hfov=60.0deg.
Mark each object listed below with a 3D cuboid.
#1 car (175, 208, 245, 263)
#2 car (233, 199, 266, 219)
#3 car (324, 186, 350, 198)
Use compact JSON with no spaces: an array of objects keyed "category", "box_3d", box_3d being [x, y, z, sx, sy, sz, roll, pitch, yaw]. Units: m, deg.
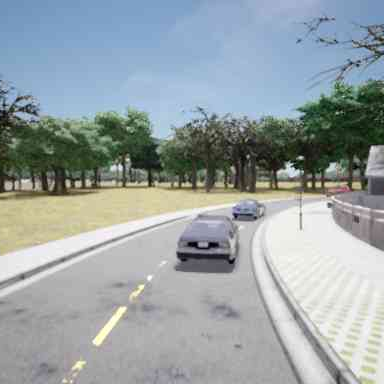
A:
[{"category":"car","box_3d":[0.741,1.547,12.113,2.033,1.411,5.357,0,1,10]},{"category":"car","box_3d":[4.563,1.277,26.246,2.033,1.411,5.357,0,1,22]},{"category":"car","box_3d":[25.703,-0.026,58.768,5.566,2.045,2.150,-2,1,-37]}]
